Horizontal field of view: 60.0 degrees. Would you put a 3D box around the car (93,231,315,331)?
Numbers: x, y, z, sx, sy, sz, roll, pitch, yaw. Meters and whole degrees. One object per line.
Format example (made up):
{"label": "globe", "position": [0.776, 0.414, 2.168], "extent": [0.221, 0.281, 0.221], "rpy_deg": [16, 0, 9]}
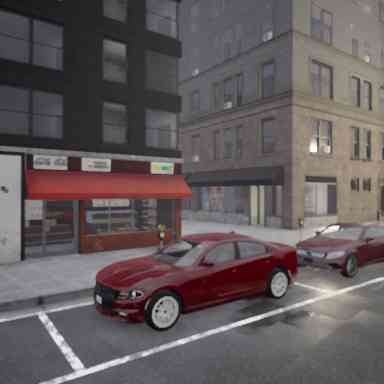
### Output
{"label": "car", "position": [0.281, 1.542, 6.841], "extent": [4.507, 1.381, 1.887], "rpy_deg": [0, 0, -35]}

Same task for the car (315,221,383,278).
{"label": "car", "position": [4.804, 1.571, 10.059], "extent": [4.206, 1.307, 1.802], "rpy_deg": [0, 0, -35]}
